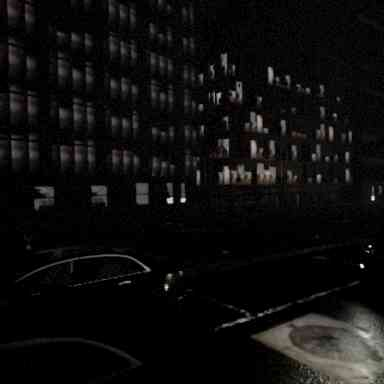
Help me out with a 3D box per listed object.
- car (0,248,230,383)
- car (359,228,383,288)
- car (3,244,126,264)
[{"bbox_3d":[-1.952,1.503,1.960,4.902,1.511,2.128,-1,0,-36],"label":"car"},{"bbox_3d":[6.281,1.142,7.977,5.566,2.045,2.150,-1,0,-36],"label":"car"},{"bbox_3d":[-2.124,1.552,5.055,4.403,1.369,2.008,-1,-1,-36],"label":"car"}]
